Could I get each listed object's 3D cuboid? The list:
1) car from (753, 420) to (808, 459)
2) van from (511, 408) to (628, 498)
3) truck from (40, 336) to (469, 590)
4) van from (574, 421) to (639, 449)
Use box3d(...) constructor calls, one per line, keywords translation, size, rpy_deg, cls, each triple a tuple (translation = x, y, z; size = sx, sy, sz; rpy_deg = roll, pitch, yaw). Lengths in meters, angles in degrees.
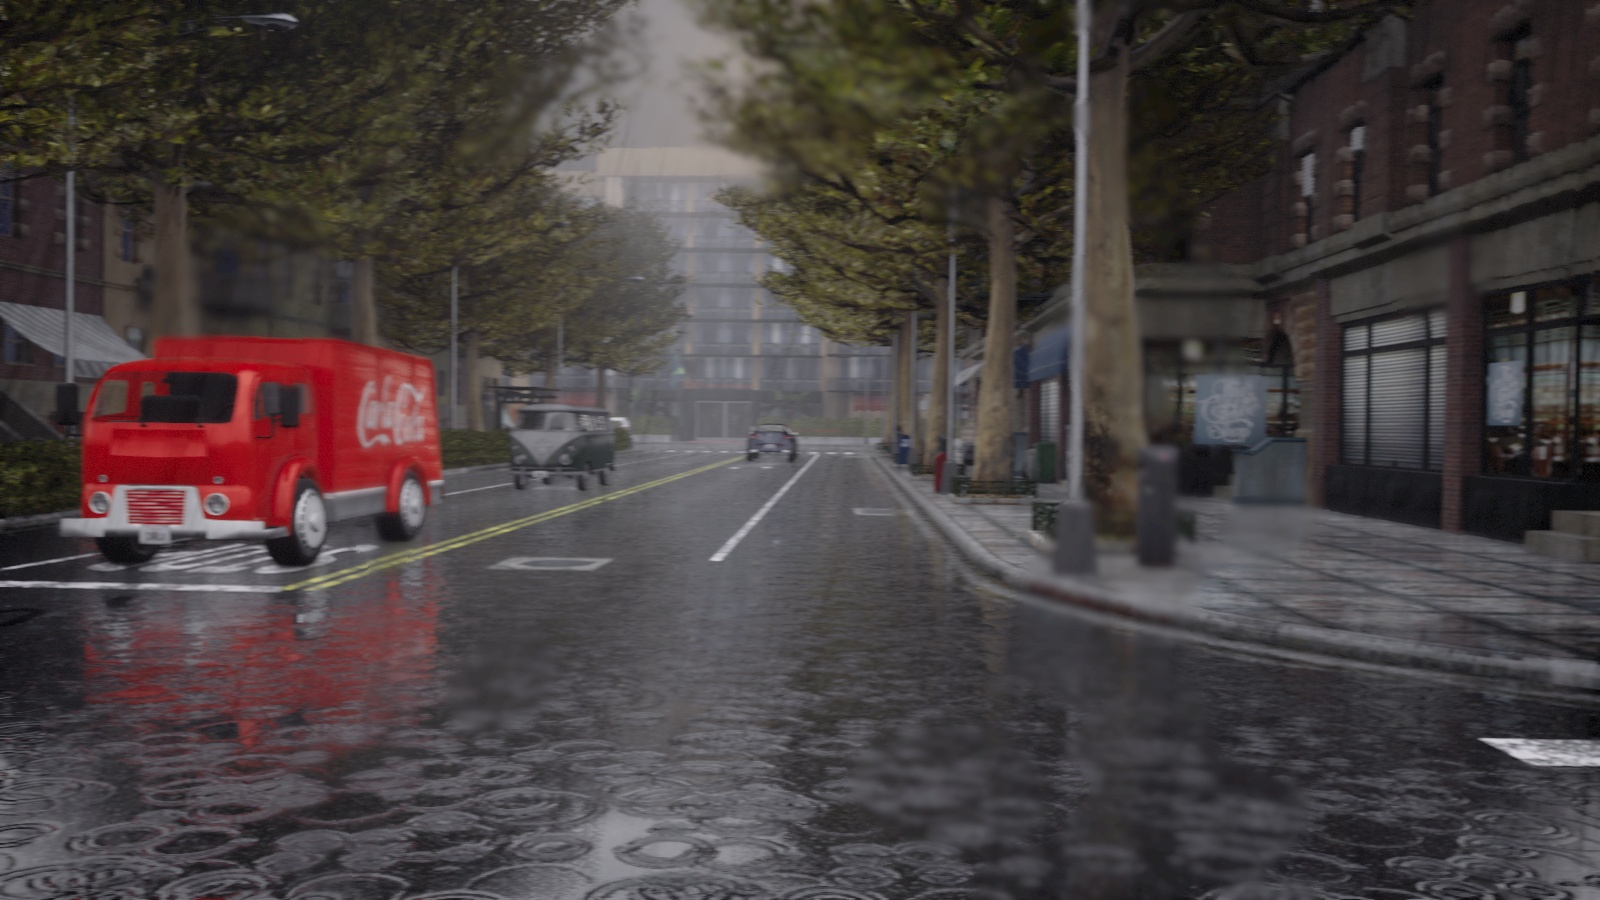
box3d(translation=(-0.823, -0.491, 56.597), size=(2.152, 1.651, 5.027), rpy_deg=(0, 1, 2), cls="car")
box3d(translation=(-5.413, 0.031, 30.044), size=(1.775, 1.987, 4.442), rpy_deg=(0, 1, 2), cls="van")
box3d(translation=(-6.035, 0.085, 14.896), size=(2.627, 2.467, 5.204), rpy_deg=(0, 1, 2), cls="truck")
box3d(translation=(-14.530, -1.135, 94.501), size=(4.480, 2.038, 2.069), rpy_deg=(-1, 1, 2), cls="van")
